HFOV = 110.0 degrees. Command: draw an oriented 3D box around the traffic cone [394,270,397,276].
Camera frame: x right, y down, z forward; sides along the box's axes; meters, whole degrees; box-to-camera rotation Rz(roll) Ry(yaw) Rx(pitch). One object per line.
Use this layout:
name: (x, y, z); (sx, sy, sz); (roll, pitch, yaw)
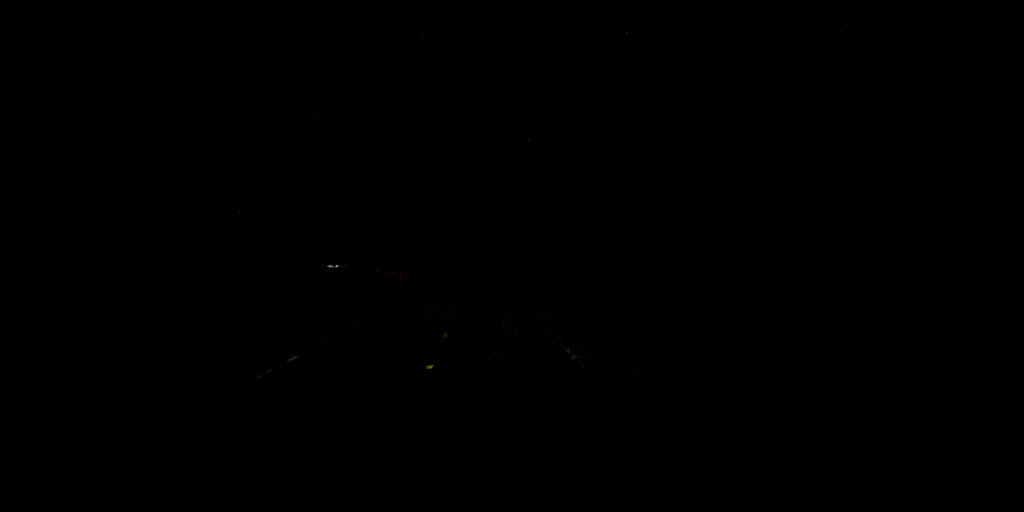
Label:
traffic cone: (-11.343, 1.652, 34.869); (0.340, 0.580, 0.340); (0, 0, -26)

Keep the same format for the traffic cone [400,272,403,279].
traffic cone: (-9.381, 1.667, 30.443); (0.340, 0.580, 0.340); (0, 0, -22)

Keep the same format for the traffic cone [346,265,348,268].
traffic cone: (-25.137, 1.508, 54.643); (0.340, 0.580, 0.340); (0, 0, -44)

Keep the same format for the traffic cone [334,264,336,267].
traffic cone: (-28.613, 1.464, 58.014); (0.340, 0.580, 0.340); (0, 0, 42)

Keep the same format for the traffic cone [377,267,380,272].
traffic cone: (-16.094, 1.608, 43.301); (0.340, 0.580, 0.340); (0, 0, -33)

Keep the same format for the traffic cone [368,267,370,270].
traffic cone: (-18.865, 1.580, 47.272); (0.340, 0.580, 0.340); (0, 0, -37)

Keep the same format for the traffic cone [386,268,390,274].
traffic cone: (-13.584, 1.632, 39.161); (0.340, 0.580, 0.340); (0, 0, -29)

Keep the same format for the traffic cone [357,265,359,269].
traffic cone: (-21.883, 1.546, 51.058); (0.340, 0.580, 0.340); (0, 0, -40)
